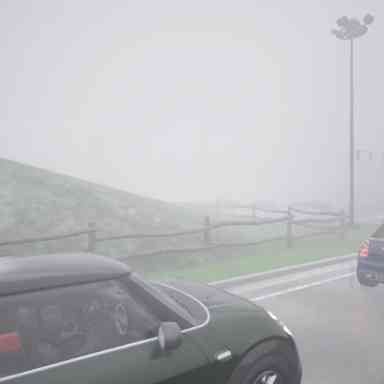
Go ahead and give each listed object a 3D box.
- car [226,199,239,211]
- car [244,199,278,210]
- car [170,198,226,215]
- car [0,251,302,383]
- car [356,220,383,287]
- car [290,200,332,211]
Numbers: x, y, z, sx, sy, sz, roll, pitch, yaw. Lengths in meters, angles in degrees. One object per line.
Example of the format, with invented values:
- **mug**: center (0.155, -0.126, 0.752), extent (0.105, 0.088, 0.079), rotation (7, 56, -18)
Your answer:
- **car**: center (3.313, 1.495, 40.751), extent (5.008, 1.535, 1.882), rotation (0, -1, 30)
- **car**: center (8.534, 1.584, 41.673), extent (4.181, 1.385, 1.994), rotation (0, 0, 32)
- **car**: center (0.373, 1.561, 34.529), extent (5.357, 1.411, 2.033), rotation (0, 0, 30)
- **car**: center (-1.082, 1.353, 2.975), extent (4.553, 1.767, 2.097), rotation (0, 0, -35)
- **car**: center (6.066, 1.358, 8.119), extent (4.553, 1.767, 2.097), rotation (0, 0, -35)
- **car**: center (14.854, 1.624, 41.664), extent (4.718, 1.301, 1.895), rotation (0, 0, 35)
